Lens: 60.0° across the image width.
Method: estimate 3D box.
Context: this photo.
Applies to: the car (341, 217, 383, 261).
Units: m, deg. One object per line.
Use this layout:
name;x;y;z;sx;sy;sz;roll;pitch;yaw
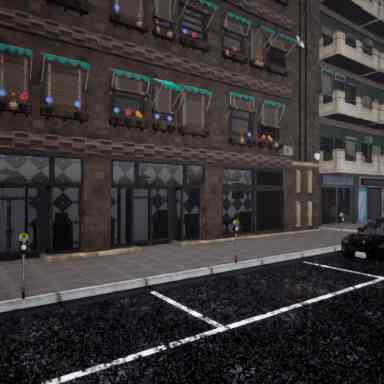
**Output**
car;6.976;1.565;11.518;4.313;1.339;1.947;0;0;-35
